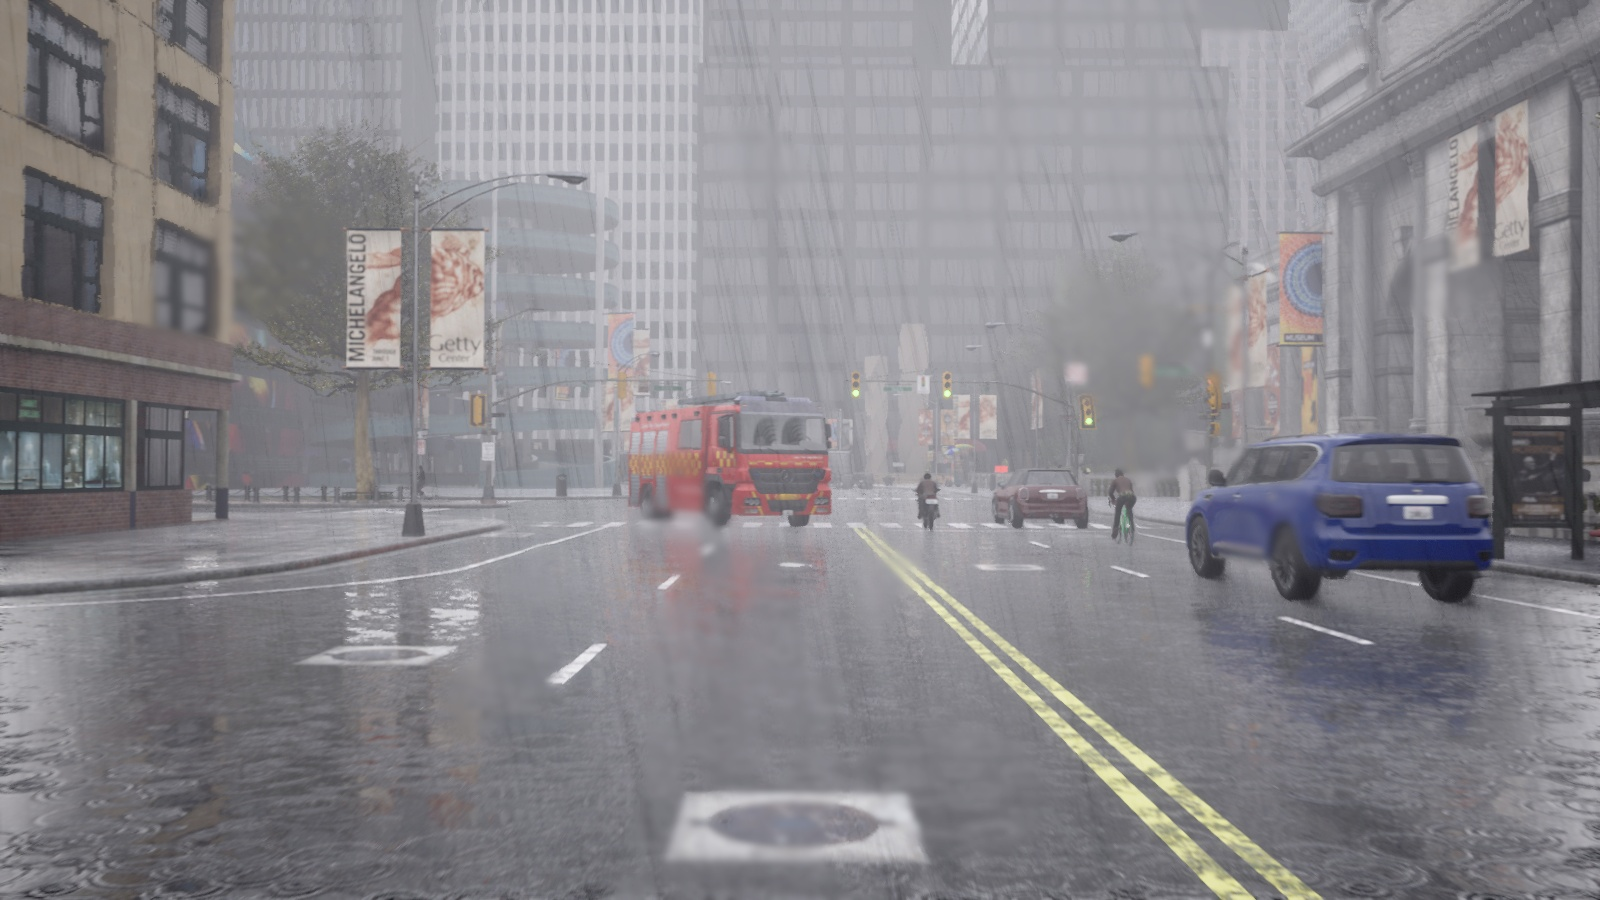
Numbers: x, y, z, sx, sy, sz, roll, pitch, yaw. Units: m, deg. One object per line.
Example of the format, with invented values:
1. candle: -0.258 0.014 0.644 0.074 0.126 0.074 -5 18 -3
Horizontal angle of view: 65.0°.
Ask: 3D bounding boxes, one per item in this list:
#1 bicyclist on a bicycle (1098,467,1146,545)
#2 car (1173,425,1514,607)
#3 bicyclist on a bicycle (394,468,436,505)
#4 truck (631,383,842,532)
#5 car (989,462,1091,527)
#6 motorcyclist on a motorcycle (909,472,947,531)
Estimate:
1. bicyclist on a bicycle: 6.935 1.193 27.103 0.582 1.620 1.656 0 -1 0
2. car: 6.958 0.789 16.950 2.150 2.045 5.566 0 -1 0
3. bicyclist on a bicycle: -18.530 1.771 60.458 1.843 1.776 0.659 0 -1 -4
4. truck: -2.124 0.272 36.668 2.891 3.827 8.468 0 -1 -28
5. car: 6.911 1.259 36.639 2.097 1.767 4.553 0 -1 0
6. motorcyclist on a motorcycle: 3.419 1.347 33.669 0.797 1.523 2.044 0 -1 0
